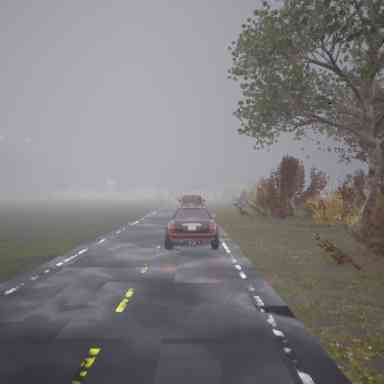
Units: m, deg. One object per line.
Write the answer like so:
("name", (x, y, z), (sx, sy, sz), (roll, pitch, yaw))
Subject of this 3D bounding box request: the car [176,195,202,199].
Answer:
("car", (0.000, 1.251, 29.682), (2.150, 2.045, 5.566), (0, 0, 0))

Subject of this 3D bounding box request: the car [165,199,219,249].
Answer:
("car", (0.000, 1.366, 14.620), (2.097, 1.767, 4.553), (0, 0, 0))
